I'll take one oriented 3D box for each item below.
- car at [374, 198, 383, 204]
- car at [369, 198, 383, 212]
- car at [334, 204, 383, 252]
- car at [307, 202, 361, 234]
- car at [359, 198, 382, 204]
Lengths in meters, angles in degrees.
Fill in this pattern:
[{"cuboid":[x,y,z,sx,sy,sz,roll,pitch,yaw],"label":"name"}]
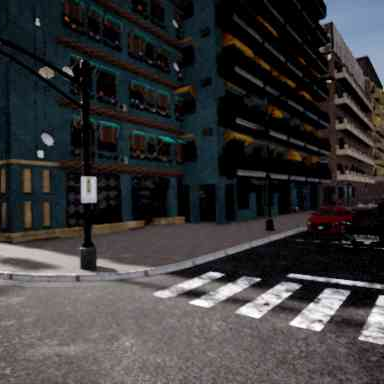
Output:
[{"cuboid":[13.153,1.330,21.154,1.837,1.490,4.892,-2,-1,36],"label":"car"},{"cuboid":[20.280,1.338,35.345,1.947,1.339,4.313,-1,0,36],"label":"car"},{"cuboid":[7.216,1.411,12.994,1.837,1.490,4.892,-2,-1,36],"label":"car"},{"cuboid":[7.601,1.488,18.066,1.887,1.381,4.507,-1,0,36],"label":"car"},{"cuboid":[13.616,1.412,26.182,2.008,1.369,4.403,-1,0,36],"label":"car"}]
